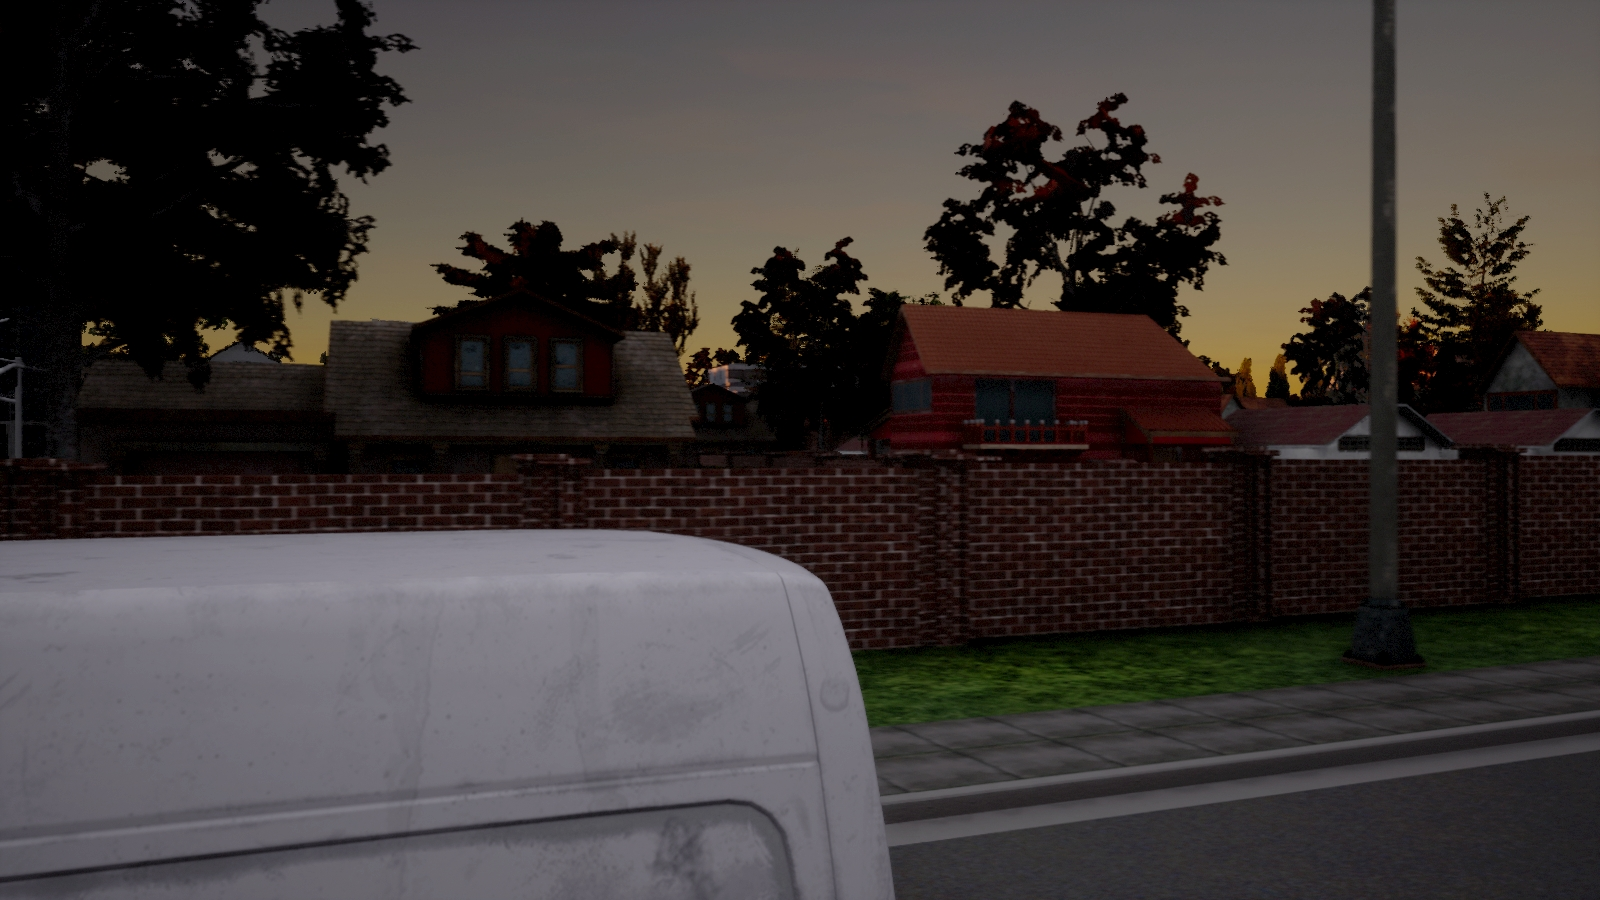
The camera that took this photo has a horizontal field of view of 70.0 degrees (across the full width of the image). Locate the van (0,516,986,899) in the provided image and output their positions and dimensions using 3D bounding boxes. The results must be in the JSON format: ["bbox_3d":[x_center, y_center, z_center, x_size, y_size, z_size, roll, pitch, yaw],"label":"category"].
[{"bbox_3d":[-2.733,1.529,2.300,5.915,2.561,1.988,0,0,-20],"label":"van"}]
